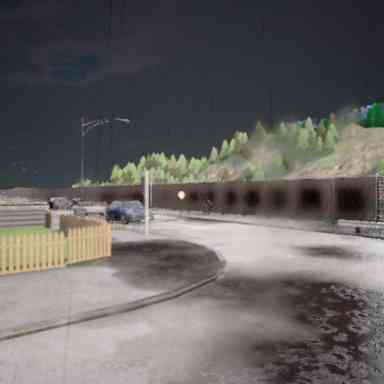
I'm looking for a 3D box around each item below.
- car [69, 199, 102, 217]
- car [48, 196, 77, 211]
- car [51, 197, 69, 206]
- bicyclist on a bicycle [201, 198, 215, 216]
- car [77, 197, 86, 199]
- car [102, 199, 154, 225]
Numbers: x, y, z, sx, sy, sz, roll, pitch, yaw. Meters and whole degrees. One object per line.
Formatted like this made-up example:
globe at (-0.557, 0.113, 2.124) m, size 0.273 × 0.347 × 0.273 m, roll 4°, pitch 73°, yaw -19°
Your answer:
car at (-9.861, 1.604, 31.826) m, size 1.895 × 1.301 × 4.718 m, roll 0°, pitch 0°, yaw -35°
car at (-16.060, 1.355, 40.553) m, size 2.097 × 1.767 × 4.553 m, roll 0°, pitch 0°, yaw -35°
car at (-22.394, 1.530, 56.442) m, size 1.812 × 1.442 × 4.674 m, roll 0°, pitch 0°, yaw -36°
bicyclist on a bicycle at (1.455, 1.354, 30.421) m, size 1.656 × 1.620 × 0.582 m, roll 0°, pitch 0°, yaw -36°
car at (-16.299, 1.509, 47.991) m, size 1.837 × 1.490 × 4.892 m, roll 0°, pitch 0°, yaw -35°
car at (-4.585, 1.355, 24.427) m, size 2.097 × 1.767 × 4.553 m, roll 0°, pitch 0°, yaw -36°
